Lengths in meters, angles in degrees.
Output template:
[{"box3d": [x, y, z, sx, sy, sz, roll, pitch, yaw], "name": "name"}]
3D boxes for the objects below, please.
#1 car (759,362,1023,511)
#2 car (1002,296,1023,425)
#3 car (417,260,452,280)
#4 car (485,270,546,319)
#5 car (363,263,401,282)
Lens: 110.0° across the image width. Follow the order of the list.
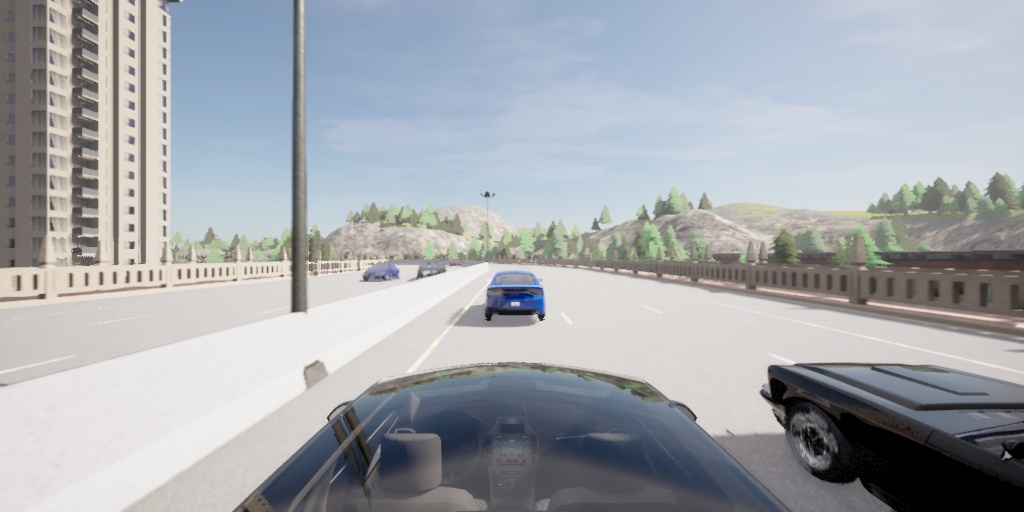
[{"box3d": [3.599, 1.351, 1.712, 1.895, 1.301, 4.718, 0, 0, 0], "name": "car"}, {"box3d": [7.099, 1.242, 1.965, 2.128, 1.511, 4.902, 0, 0, 0], "name": "car"}, {"box3d": [-7.104, 1.280, 32.020, 2.128, 1.511, 4.902, 0, 0, 0], "name": "car"}, {"box3d": [0.098, 1.234, 12.804, 1.882, 1.535, 5.008, 0, 0, 0], "name": "car"}, {"box3d": [-10.603, 1.308, 29.527, 1.812, 1.442, 4.674, 0, 0, 0], "name": "car"}]
